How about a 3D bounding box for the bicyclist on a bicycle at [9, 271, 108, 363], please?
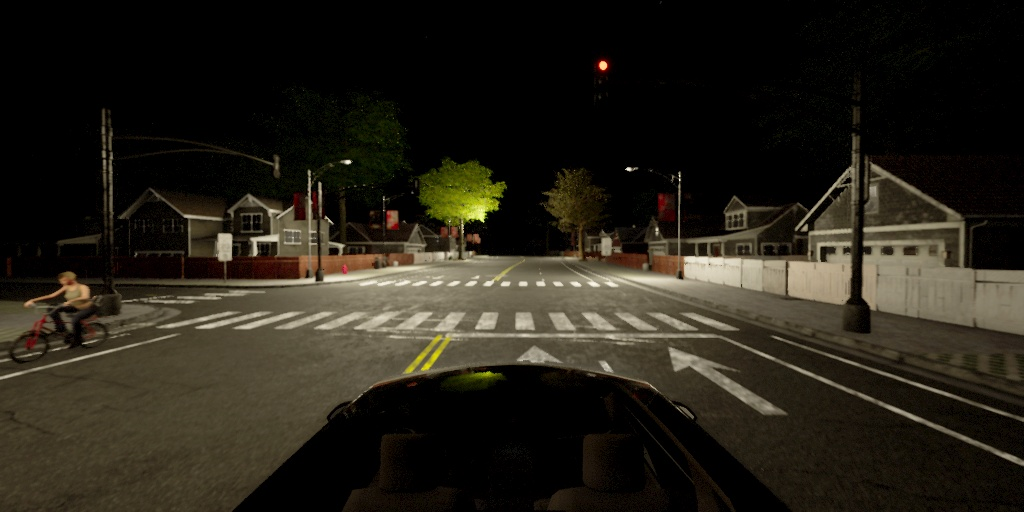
[{"bbox_3d":[-8.678,1.109,6.932,0.866,1.612,1.509,0,1,1],"label":"bicyclist on a bicycle"}]
